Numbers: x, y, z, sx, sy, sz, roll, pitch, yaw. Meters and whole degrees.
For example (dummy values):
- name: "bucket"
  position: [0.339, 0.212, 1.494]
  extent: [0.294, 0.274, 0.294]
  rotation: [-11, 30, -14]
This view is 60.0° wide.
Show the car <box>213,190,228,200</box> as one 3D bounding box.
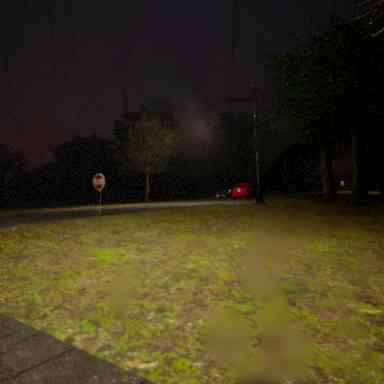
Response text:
- name: "car"
  position: [5.092, 0.451, 51.909]
  extent: [2.128, 1.511, 4.902]
  rotation: [-3, 0, 34]

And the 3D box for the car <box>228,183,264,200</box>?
- name: "car"
  position: [7.241, -0.040, 42.683]
  extent: [2.150, 2.045, 5.566]
  rotation: [-3, -1, 34]
